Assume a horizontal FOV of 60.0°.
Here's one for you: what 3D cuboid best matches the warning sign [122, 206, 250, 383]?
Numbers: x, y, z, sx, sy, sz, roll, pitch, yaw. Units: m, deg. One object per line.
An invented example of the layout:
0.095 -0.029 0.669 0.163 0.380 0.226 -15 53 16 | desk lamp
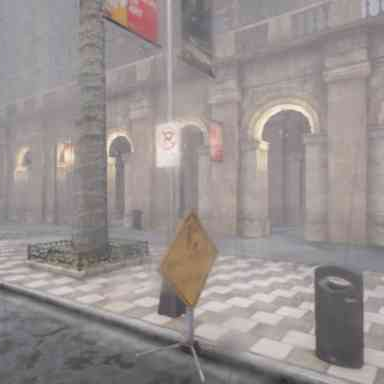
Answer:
-0.034 1.142 4.262 1.060 1.860 1.300 -1 0 36 | warning sign
